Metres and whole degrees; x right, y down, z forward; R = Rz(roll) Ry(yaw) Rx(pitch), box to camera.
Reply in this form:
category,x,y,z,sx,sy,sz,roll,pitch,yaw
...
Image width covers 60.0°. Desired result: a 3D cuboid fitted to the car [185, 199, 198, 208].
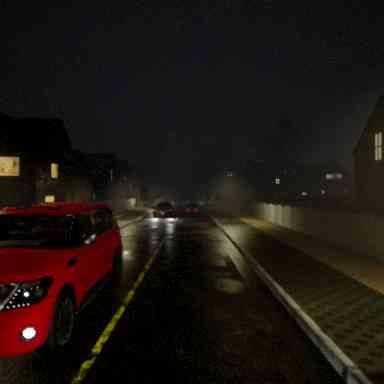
category,x,y,z,sx,sy,sz,roll,pitch,yaw
car,-0.025,1.850,54.259,2.128,1.511,4.902,0,0,0

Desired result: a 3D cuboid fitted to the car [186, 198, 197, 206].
category,x,y,z,sx,sy,sz,roll,pitch,yaw
car,-0.029,1.980,64.652,2.033,1.411,5.357,0,0,0

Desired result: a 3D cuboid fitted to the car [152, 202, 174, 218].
category,x,y,z,sx,sy,sz,roll,pitch,yaw
car,-2.774,1.747,33.582,1.812,1.442,4.674,0,-1,0

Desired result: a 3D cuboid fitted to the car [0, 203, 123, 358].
category,x,y,z,sx,sy,sz,roll,pitch,yaw
car,-2.845,1.265,6.493,2.150,2.045,5.566,0,0,0
